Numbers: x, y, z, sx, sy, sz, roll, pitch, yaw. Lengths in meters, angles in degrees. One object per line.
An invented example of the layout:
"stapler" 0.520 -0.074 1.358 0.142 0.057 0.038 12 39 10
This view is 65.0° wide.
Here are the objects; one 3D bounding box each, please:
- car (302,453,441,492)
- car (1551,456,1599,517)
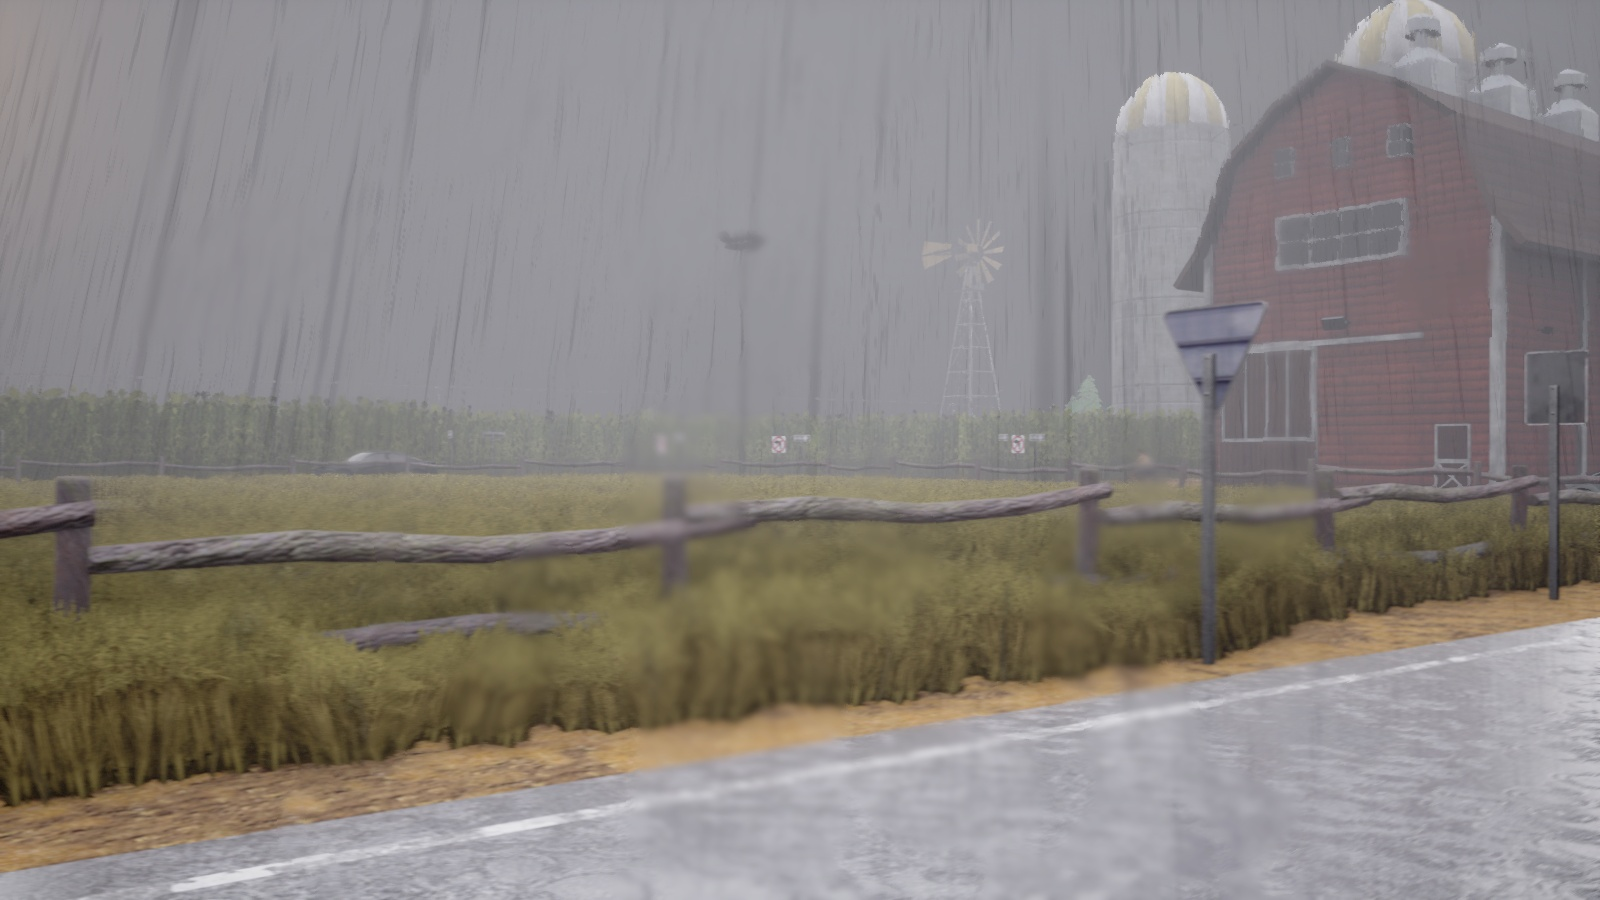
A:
"car" -17.435 0.882 51.220 5.008 1.535 1.882 0 0 -42
"car" 19.600 0.835 28.242 1.994 1.385 4.181 0 0 -32
